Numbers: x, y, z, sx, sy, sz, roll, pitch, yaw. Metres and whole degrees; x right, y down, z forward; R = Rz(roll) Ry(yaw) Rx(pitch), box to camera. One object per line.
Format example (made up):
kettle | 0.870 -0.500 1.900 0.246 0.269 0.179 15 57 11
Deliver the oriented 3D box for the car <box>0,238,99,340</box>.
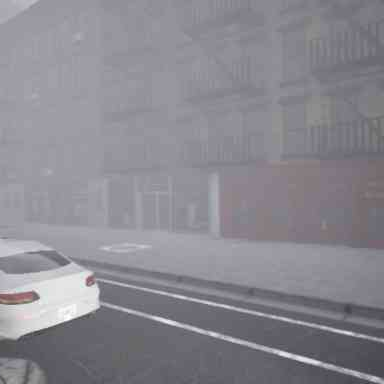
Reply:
car | -3.688 1.603 6.190 4.674 1.442 1.812 -1 -1 35
